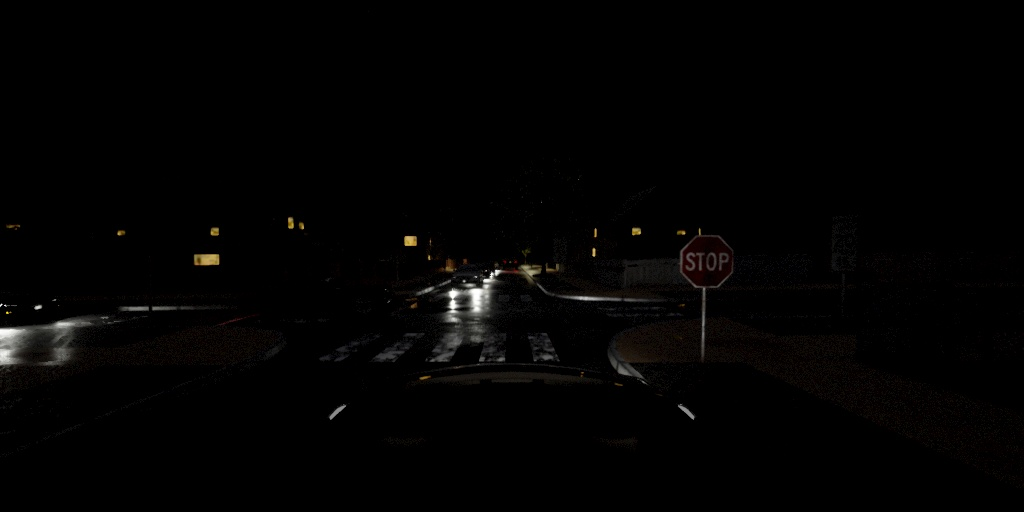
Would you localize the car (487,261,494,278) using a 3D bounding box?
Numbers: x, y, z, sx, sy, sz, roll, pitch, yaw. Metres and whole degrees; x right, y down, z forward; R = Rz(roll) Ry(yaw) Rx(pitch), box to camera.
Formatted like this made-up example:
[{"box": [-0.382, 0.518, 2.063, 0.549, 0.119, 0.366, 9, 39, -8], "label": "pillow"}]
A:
[{"box": [-2.992, 1.286, 33.607, 1.812, 1.442, 4.674, 0, 0, 0], "label": "car"}]

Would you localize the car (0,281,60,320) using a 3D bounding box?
[{"box": [-18.549, 1.541, 12.161, 4.892, 1.490, 1.837, -1, 2, -1], "label": "car"}]

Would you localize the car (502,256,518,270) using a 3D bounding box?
[{"box": [-0.246, 1.017, 53.354, 2.150, 2.045, 5.566, 0, 0, 0], "label": "car"}]

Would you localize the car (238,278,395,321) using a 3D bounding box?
[{"box": [-6.732, 1.430, 12.853, 4.718, 1.301, 1.895, -2, 1, -8], "label": "car"}]

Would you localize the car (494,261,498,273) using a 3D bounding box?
[{"box": [-3.040, 1.338, 43.608, 1.994, 1.385, 4.181, 0, 0, 0], "label": "car"}]

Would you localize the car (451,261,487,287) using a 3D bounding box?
[{"box": [-2.957, 1.277, 24.437, 1.812, 1.442, 4.674, 0, 0, 0], "label": "car"}]
